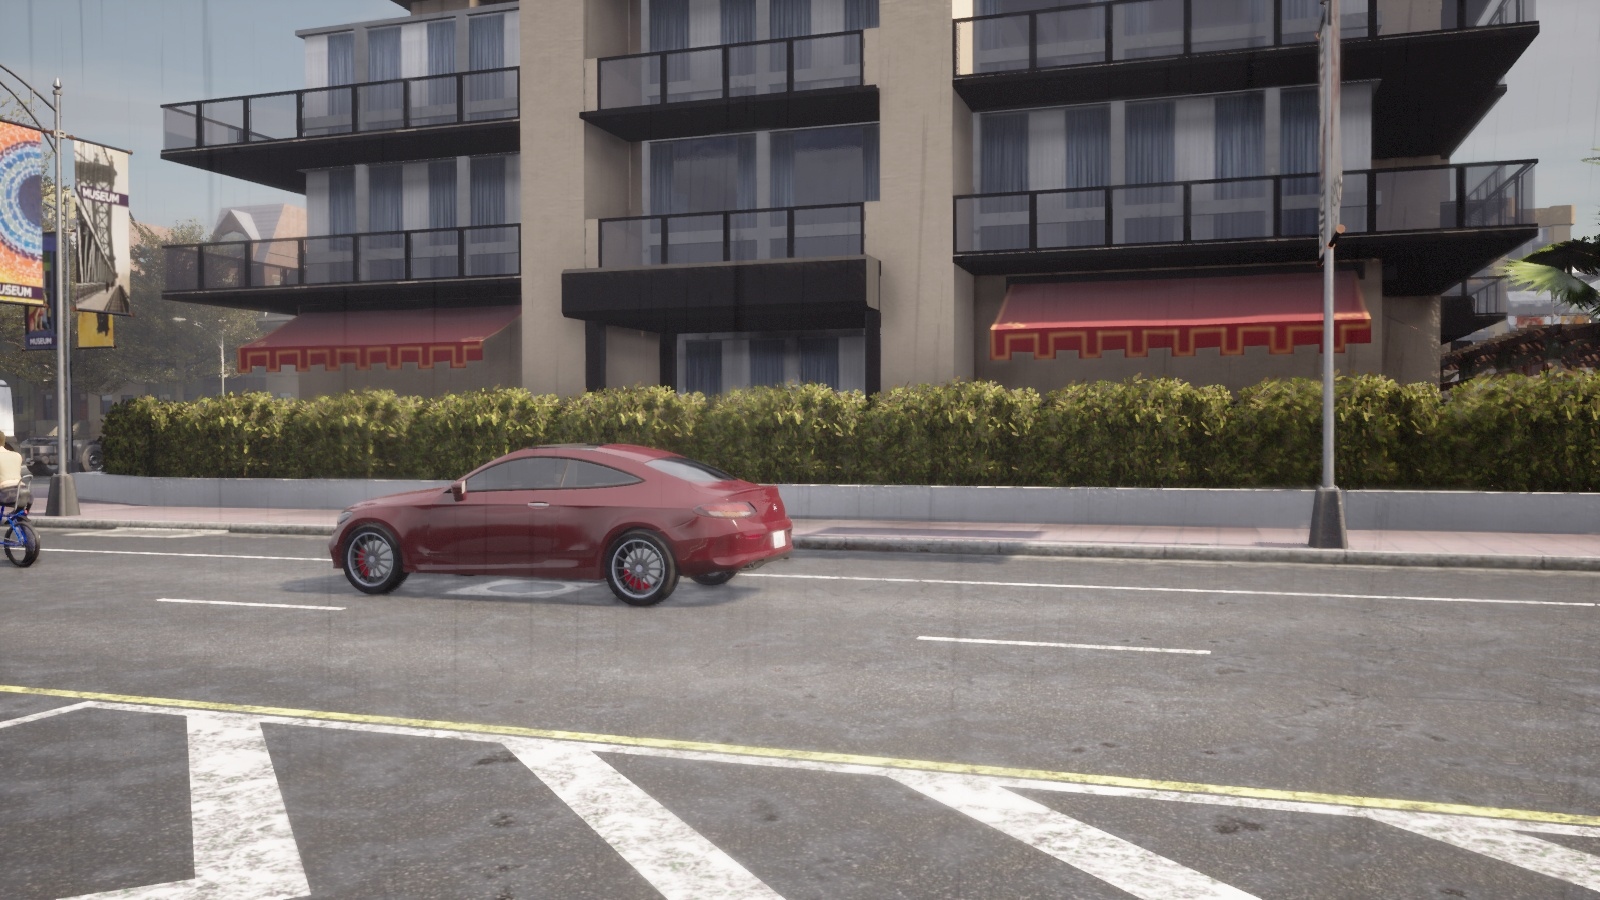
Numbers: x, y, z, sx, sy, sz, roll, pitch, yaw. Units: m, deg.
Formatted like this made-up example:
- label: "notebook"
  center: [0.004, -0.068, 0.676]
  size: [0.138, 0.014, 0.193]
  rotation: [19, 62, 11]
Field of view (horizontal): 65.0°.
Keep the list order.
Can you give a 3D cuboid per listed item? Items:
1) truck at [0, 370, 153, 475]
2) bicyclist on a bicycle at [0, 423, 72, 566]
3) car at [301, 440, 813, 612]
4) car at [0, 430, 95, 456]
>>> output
- label: "truck"
  center: [-26.963, -0.961, 43.958]
  size: [2.891, 3.462, 7.936]
  rotation: [1, 1, 18]
- label: "bicyclist on a bicycle"
  center: [-9.546, 0.490, 14.820]
  size: [1.509, 1.612, 0.866]
  rotation: [1, 1, 19]
- label: "car"
  center: [-2.382, 0.645, 12.406]
  size: [4.674, 1.442, 1.812]
  rotation: [1, 1, 19]
- label: "car"
  center: [-41.978, -0.398, 69.599]
  size: [5.357, 1.411, 2.033]
  rotation: [1, 1, 19]
